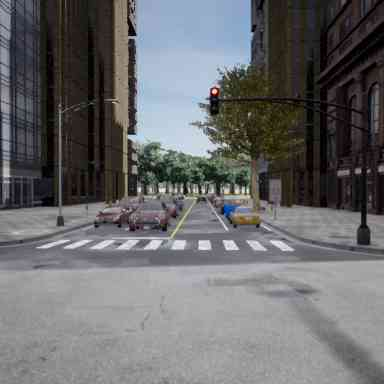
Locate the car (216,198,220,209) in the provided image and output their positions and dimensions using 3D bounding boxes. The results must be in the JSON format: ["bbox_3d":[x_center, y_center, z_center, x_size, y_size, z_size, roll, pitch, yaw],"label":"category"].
[{"bbox_3d":[3.696,1.531,33.061,1.947,1.339,4.313,-1,0,2],"label":"car"}]

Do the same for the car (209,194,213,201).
[{"bbox_3d":[4.310,1.462,55.769,2.008,1.369,4.403,-1,0,2],"label":"car"}]

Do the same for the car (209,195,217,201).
[{"bbox_3d":[4.925,1.429,78.478,1.802,1.307,4.206,0,0,2],"label":"car"}]

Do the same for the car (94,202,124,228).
[{"bbox_3d":[-5.133,1.565,21.927,1.802,1.307,4.206,-1,0,2],"label":"car"}]

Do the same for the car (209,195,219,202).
[{"bbox_3d":[4.771,1.415,72.800,2.008,1.369,4.403,0,0,2],"label":"car"}]

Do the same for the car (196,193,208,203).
[{"bbox_3d":[1.926,1.389,65.851,1.837,1.490,4.892,0,0,2],"label":"car"}]

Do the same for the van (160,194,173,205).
[{"bbox_3d":[-4.214,1.252,55.993,1.690,1.788,3.998,0,0,2],"label":"van"}]

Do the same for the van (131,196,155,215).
[{"bbox_3d":[-4.828,1.306,33.283,1.690,1.788,3.998,-1,0,2],"label":"van"}]

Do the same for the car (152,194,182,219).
[{"bbox_3d":[-2.270,1.324,28.993,2.097,1.767,4.553,0,0,2],"label":"car"}]

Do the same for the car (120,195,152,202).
[{"bbox_3d":[-4.983,1.290,27.605,2.192,1.841,5.009,-1,0,2],"label":"car"}]

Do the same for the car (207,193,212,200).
[{"bbox_3d":[4.462,1.211,61.446,2.192,1.841,5.009,-1,0,2],"label":"car"}]

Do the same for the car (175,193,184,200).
[{"bbox_3d":[-3.293,1.128,90.058,2.192,1.841,5.009,0,0,2],"label":"car"}]

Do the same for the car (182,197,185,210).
[{"bbox_3d":[-1.993,1.554,39.109,1.895,1.301,4.718,0,0,2],"label":"car"}]

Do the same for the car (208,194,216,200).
[{"bbox_3d":[5.082,1.355,84.324,1.752,1.417,4.829,0,0,2],"label":"car"}]

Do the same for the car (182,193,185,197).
[{"bbox_3d":[-3.444,1.375,84.381,1.887,1.381,4.507,0,0,2],"label":"car"}]

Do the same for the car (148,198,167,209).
[{"bbox_3d":[-4.519,1.491,44.639,2.008,1.369,4.403,-1,0,2],"label":"car"}]

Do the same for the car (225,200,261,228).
[{"bbox_3d":[3.393,1.508,21.875,1.752,1.417,4.829,-1,0,2],"label":"car"}]

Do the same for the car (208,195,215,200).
[{"bbox_3d":[5.232,1.379,89.832,1.947,1.339,4.313,0,0,2],"label":"car"}]

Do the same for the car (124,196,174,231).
[{"bbox_3d":[-2.452,1.337,20.183,2.097,1.767,4.553,0,0,0],"label":"car"}]

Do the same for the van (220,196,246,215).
[{"bbox_3d":[3.540,1.316,27.383,1.690,1.788,3.998,-1,0,2],"label":"van"}]

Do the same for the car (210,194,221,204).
[{"bbox_3d":[4.157,1.471,50.092,1.887,1.381,4.507,-1,0,2],"label":"car"}]

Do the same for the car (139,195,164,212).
[{"bbox_3d":[-4.675,1.269,38.961,2.192,1.841,5.009,-1,0,2],"label":"car"}]

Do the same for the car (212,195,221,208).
[{"bbox_3d":[4.008,1.466,44.585,1.752,1.417,4.829,-1,0,2],"label":"car"}]
